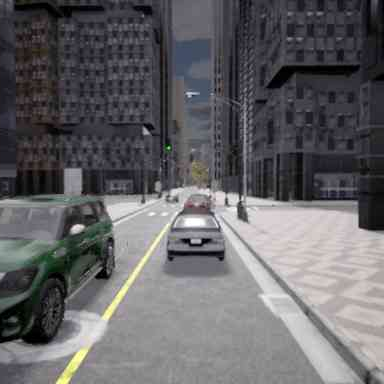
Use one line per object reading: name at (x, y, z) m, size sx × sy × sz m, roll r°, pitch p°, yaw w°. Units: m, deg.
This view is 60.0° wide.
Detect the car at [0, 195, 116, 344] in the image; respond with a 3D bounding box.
car at (-3.072, 1.110, 6.588) m, size 2.150 × 2.045 × 5.566 m, roll 0°, pitch 1°, yaw 0°

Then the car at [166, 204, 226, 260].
car at (0.128, 1.357, 11.615) m, size 2.033 × 1.411 × 5.357 m, roll 0°, pitch 1°, yaw 0°

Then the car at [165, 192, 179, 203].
car at (-2.894, 0.788, 48.809) m, size 2.128 × 1.511 × 4.902 m, roll 0°, pitch 1°, yaw 0°

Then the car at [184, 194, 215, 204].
car at (0.675, 0.942, 26.623) m, size 2.097 × 1.767 × 4.553 m, roll 0°, pitch 1°, yaw 9°
